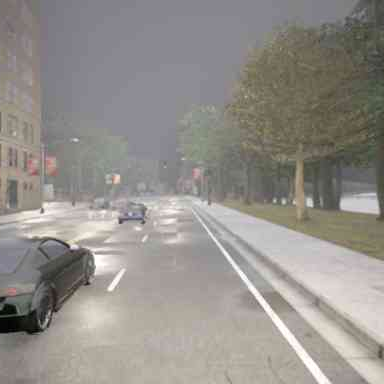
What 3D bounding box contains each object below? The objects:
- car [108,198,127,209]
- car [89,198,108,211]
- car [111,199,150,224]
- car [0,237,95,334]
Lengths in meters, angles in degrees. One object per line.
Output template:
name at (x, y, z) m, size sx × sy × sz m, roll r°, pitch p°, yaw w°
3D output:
car at (-8.185, 1.470, 39.013) m, size 1.812 × 1.442 × 4.674 m, roll -1°, pitch 0°, yaw -2°
car at (-11.538, 1.511, 41.892) m, size 1.812 × 1.442 × 4.674 m, roll -1°, pitch 0°, yaw -2°
car at (-4.143, 1.501, 24.237) m, size 2.033 × 1.411 × 5.357 m, roll -1°, pitch 0°, yaw -2°
car at (-3.380, 1.593, 6.768) m, size 1.994 × 1.385 × 4.181 m, roll -1°, pitch 0°, yaw -2°
